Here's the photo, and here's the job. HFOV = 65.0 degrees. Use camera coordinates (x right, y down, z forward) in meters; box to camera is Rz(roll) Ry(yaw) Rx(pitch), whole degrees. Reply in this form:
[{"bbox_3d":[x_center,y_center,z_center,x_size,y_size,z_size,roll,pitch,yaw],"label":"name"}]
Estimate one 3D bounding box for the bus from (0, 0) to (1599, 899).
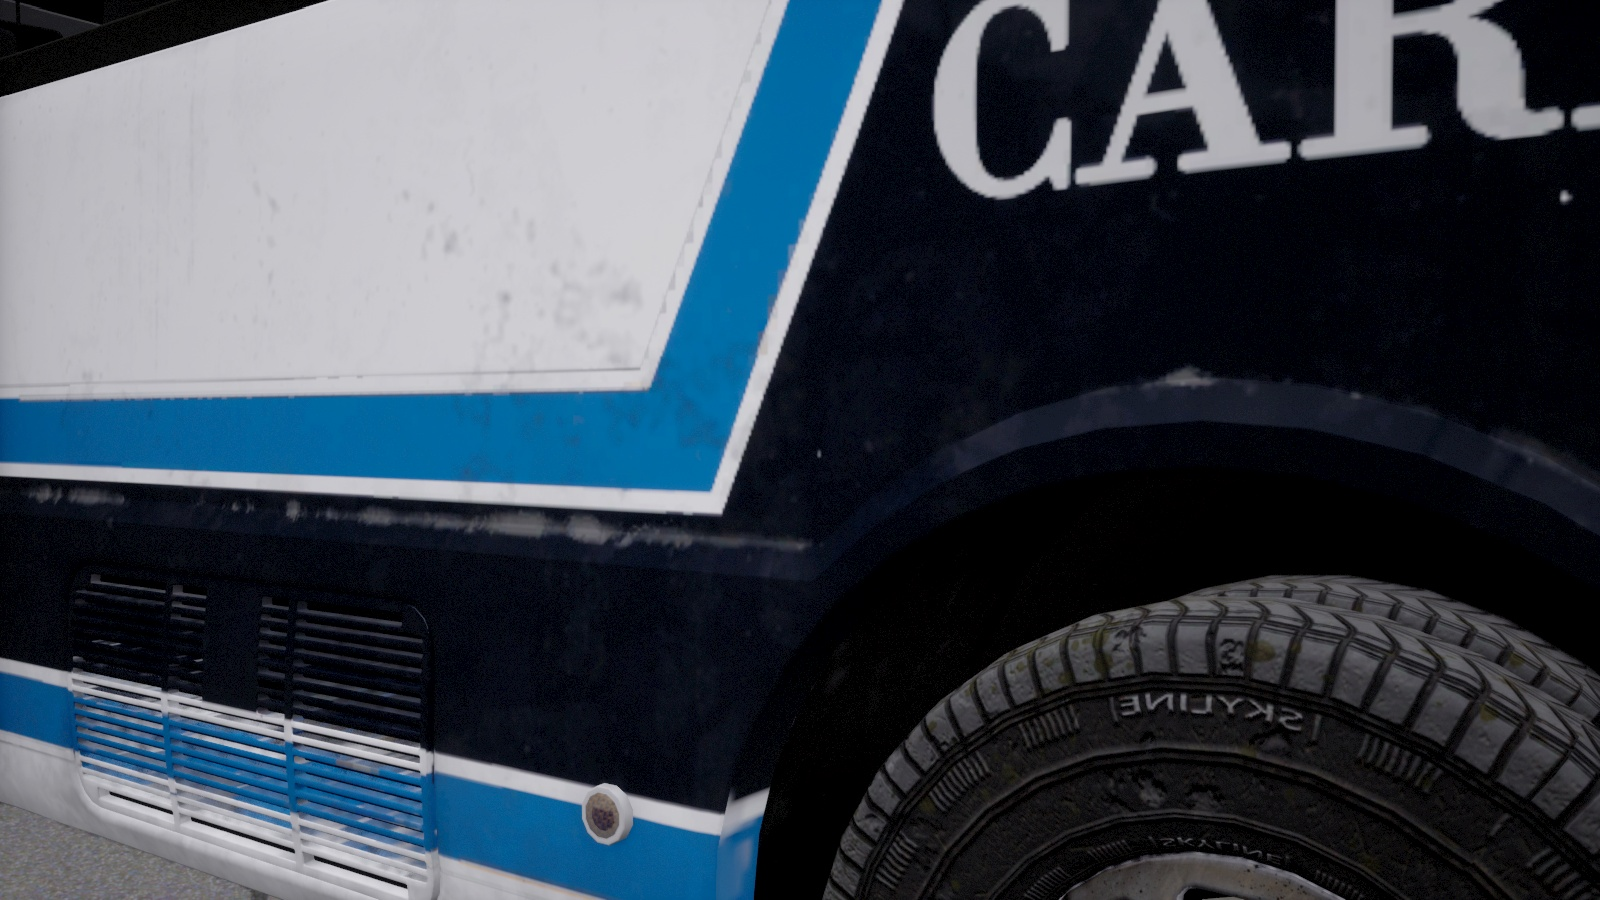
[{"bbox_3d":[-0.868,-0.689,4.212,10.273,4.253,3.944,0,1,33],"label":"bus"}]
